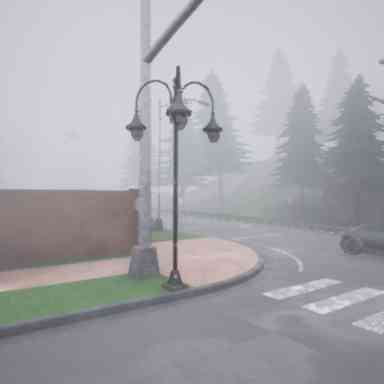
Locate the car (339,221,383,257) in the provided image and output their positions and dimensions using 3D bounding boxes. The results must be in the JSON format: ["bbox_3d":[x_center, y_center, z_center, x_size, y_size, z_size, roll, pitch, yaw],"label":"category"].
[{"bbox_3d":[7.399,1.687,11.601,1.994,1.385,4.181,1,0,-34],"label":"car"}]
